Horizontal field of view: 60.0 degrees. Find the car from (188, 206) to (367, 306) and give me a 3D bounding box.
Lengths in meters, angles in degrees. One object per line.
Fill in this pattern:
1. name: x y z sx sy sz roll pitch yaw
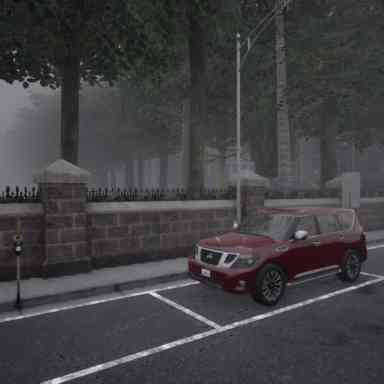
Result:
1. car: 2.326 1.314 8.194 5.009 1.841 2.192 0 0 -36
